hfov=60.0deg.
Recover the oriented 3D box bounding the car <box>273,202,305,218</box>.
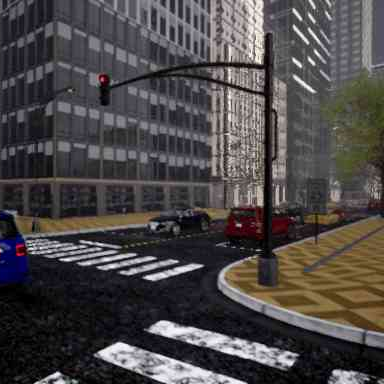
[{"bbox_3d":[10.646,1.945,36.282,1.837,1.490,4.892,0,0,37],"label":"car"}]

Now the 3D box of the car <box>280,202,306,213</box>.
[{"bbox_3d":[13.561,2.065,44.601,1.947,1.339,4.313,0,-1,37],"label":"car"}]

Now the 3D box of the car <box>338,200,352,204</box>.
[{"bbox_3d":[30.332,2.310,67.258,1.802,1.307,4.206,0,-1,37],"label":"car"}]

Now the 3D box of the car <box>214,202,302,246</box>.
[{"bbox_3d":[3.525,1.612,16.960,2.192,1.841,5.009,0,-1,37],"label":"car"}]

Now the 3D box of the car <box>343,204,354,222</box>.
[{"bbox_3d":[13.592,2.023,30.558,1.802,1.307,4.206,0,-1,37],"label":"car"}]

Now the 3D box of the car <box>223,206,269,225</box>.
[{"bbox_3d":[4.710,1.957,28.280,1.895,1.301,4.718,0,0,36],"label":"car"}]

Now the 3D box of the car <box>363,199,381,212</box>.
[{"bbox_3d":[27.015,1.943,48.693,2.192,1.841,5.009,0,-1,37],"label":"car"}]

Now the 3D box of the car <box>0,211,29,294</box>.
[{"bbox_3d":[-6.240,1.405,8.155,5.566,2.045,2.150,1,0,36],"label":"car"}]

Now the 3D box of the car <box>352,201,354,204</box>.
[{"bbox_3d":[33.686,2.323,71.790,2.008,1.369,4.403,0,-1,37],"label":"car"}]

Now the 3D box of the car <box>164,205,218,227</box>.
[{"bbox_3d":[0.041,1.833,26.338,1.752,1.417,4.829,0,-1,37],"label":"car"}]

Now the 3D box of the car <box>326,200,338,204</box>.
[{"bbox_3d":[23.523,2.161,58.059,1.752,1.417,4.829,0,-1,37],"label":"car"}]

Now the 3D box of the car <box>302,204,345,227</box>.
[{"bbox_3d":[10.337,1.920,26.161,1.752,1.417,4.829,0,-1,37],"label":"car"}]

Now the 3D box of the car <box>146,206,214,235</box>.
[{"bbox_3d":[-0.755,1.768,20.895,2.128,1.511,4.902,0,0,36],"label":"car"}]

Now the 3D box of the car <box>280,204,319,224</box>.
[{"bbox_3d":[9.701,1.909,29.653,1.837,1.490,4.892,0,0,37],"label":"car"}]
